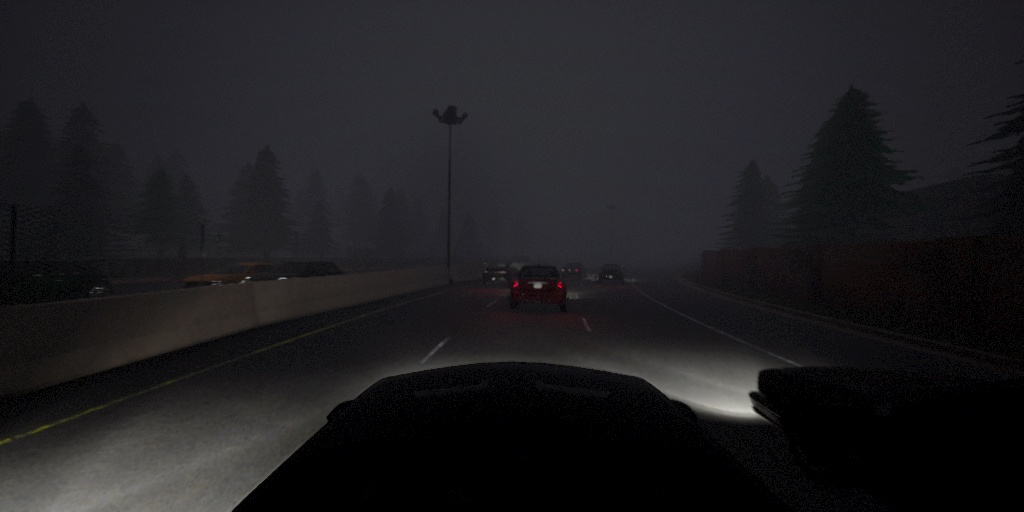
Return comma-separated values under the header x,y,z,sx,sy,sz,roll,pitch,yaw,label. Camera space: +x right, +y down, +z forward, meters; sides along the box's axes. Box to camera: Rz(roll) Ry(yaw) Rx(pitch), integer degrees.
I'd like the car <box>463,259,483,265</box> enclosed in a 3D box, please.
x,y,z,sx,sy,sz,roll,pitch,yaw,label
-5.182,1.094,51.759,1.812,1.442,4.674,1,0,28,car

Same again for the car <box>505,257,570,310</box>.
x,y,z,sx,sy,sz,roll,pitch,yaw,label
1.190,1.082,14.792,2.097,1.767,4.553,1,0,8,car

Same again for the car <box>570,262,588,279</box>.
x,y,z,sx,sy,sz,roll,pitch,yaw,label
5.814,1.280,33.183,2.033,1.411,5.357,1,0,20,car

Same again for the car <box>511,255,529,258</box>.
x,y,z,sx,sy,sz,roll,pitch,yaw,label
0.926,0.845,55.599,2.150,2.045,5.566,1,0,31,car

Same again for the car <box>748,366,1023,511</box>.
x,y,z,sx,sy,sz,roll,pitch,yaw,label
3.599,1.336,1.586,2.033,1.411,5.357,1,0,0,car

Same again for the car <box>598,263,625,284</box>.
x,y,z,sx,sy,sz,roll,pitch,yaw,label
7.629,1.292,27.526,1.812,1.442,4.674,1,0,17,car

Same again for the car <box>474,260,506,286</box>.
x,y,z,sx,sy,sz,roll,pitch,yaw,label
-0.569,1.179,24.014,2.128,1.511,4.902,1,0,13,car

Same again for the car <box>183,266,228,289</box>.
x,y,z,sx,sy,sz,roll,pitch,yaw,label
-12.784,1.052,17.234,1.882,1.535,5.008,1,0,9,car

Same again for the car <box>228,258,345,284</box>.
x,y,z,sx,sy,sz,roll,pitch,yaw,label
-9.434,0.966,15.850,2.097,1.767,4.553,1,0,9,car

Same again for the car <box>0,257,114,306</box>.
x,y,z,sx,sy,sz,roll,pitch,yaw,label
-16.908,0.895,12.168,2.097,1.767,4.553,1,0,6,car
